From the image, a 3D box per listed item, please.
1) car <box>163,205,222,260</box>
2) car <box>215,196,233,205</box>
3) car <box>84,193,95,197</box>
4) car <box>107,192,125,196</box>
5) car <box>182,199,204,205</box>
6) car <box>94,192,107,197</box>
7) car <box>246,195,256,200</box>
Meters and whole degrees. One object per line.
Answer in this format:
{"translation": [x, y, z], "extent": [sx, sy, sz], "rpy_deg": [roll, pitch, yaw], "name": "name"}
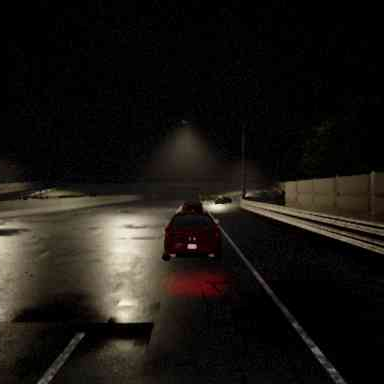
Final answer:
{"translation": [0.006, 1.464, 12.370], "extent": [1.882, 1.535, 5.008], "rpy_deg": [0, 0, 0], "name": "car"}
{"translation": [5.551, 1.440, 57.163], "extent": [2.128, 1.511, 4.902], "rpy_deg": [0, 0, 25], "name": "car"}
{"translation": [-27.708, 1.171, 90.514], "extent": [2.150, 2.045, 5.566], "rpy_deg": [0, 0, 0], "name": "car"}
{"translation": [-20.708, 1.172, 90.488], "extent": [2.150, 2.045, 5.566], "rpy_deg": [0, 0, 0], "name": "car"}
{"translation": [0.077, 1.442, 31.611], "extent": [1.882, 1.535, 5.008], "rpy_deg": [0, 0, 0], "name": "car"}
{"translation": [-24.208, 1.301, 90.561], "extent": [2.097, 1.767, 4.553], "rpy_deg": [0, 0, 0], "name": "car"}
{"translation": [13.016, 1.478, 74.301], "extent": [1.882, 1.535, 5.008], "rpy_deg": [0, 1, 21], "name": "car"}
